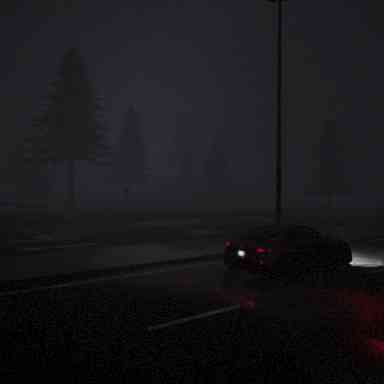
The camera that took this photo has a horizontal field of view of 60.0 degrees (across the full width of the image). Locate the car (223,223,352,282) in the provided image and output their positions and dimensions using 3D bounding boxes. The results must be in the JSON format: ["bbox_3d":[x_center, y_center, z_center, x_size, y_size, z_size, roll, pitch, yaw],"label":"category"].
[{"bbox_3d":[2.972,1.640,10.085,4.181,1.385,1.994,1,0,-35],"label":"car"}]
